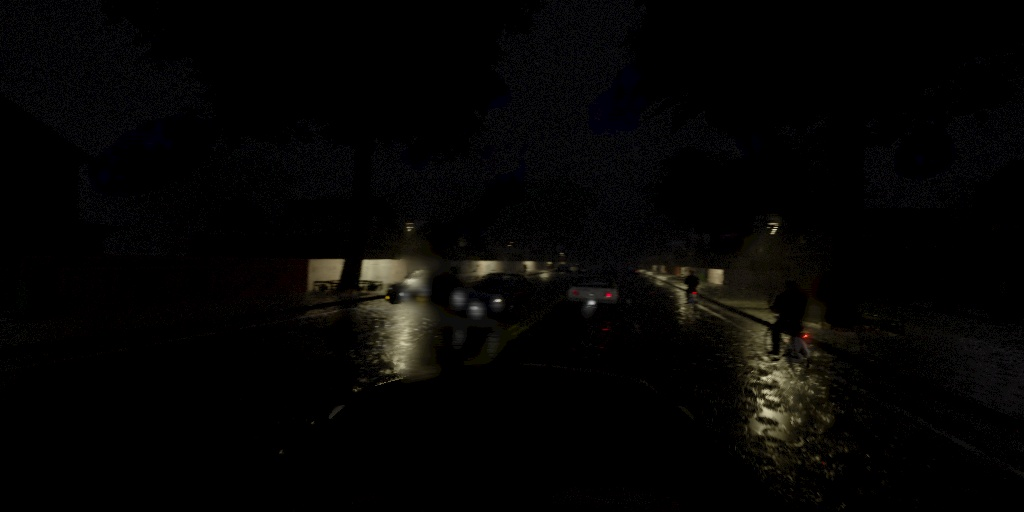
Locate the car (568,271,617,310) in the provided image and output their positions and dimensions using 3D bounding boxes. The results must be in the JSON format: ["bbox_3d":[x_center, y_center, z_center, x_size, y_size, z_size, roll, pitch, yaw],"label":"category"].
[{"bbox_3d":[3.762,1.577,16.250,1.895,1.301,4.718,2,0,16],"label":"car"}]

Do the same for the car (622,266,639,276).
[{"bbox_3d":[17.956,2.258,53.799,2.033,1.411,5.357,2,0,16],"label":"car"}]

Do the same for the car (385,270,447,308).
[{"bbox_3d":[-3.482,1.306,15.303,1.994,1.385,4.181,2,0,16],"label":"car"}]

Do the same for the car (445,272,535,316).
[{"bbox_3d":[-0.417,1.377,14.204,2.033,1.411,5.357,2,0,16],"label":"car"}]

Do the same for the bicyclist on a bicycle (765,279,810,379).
[{"bbox_3d":[5.298,1.325,6.964,0.659,1.776,1.843,2,0,16],"label":"bicyclist on a bicycle"}]

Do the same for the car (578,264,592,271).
[{"bbox_3d":[10.917,1.976,53.397,2.128,1.511,4.902,2,0,16],"label":"car"}]

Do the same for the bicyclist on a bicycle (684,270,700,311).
[{"bbox_3d":[7.791,1.468,15.610,0.659,1.776,1.843,2,0,16],"label":"bicyclist on a bicycle"}]

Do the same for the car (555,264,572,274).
[{"bbox_3d":[7.798,1.919,54.307,1.812,1.442,4.674,2,0,16],"label":"car"}]

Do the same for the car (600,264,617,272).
[{"bbox_3d":[13.319,1.879,49.369,2.097,1.767,4.553,2,0,16],"label":"car"}]
